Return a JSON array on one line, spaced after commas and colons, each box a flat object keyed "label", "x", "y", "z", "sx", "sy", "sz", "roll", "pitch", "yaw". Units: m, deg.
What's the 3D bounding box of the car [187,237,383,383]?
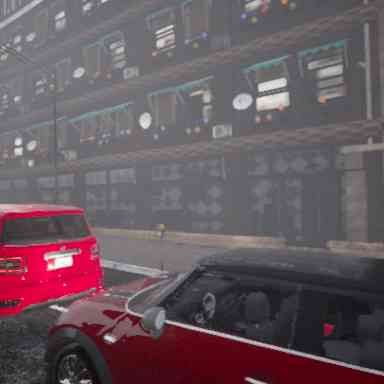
[{"label": "car", "x": 2.407, "y": 1.556, "z": 4.392, "sx": 4.829, "sy": 1.417, "sz": 1.752, "roll": 0, "pitch": -2, "yaw": 36}]

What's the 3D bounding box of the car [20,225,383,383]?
[{"label": "car", "x": 0.573, "y": 1.374, "z": 3.380, "sx": 4.553, "sy": 1.767, "sz": 2.097, "roll": 0, "pitch": 0, "yaw": 33}]

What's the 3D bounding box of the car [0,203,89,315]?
[{"label": "car", "x": -4.296, "y": 1.264, "z": 7.073, "sx": 5.566, "sy": 2.045, "sz": 2.150, "roll": 0, "pitch": 0, "yaw": 36}]
